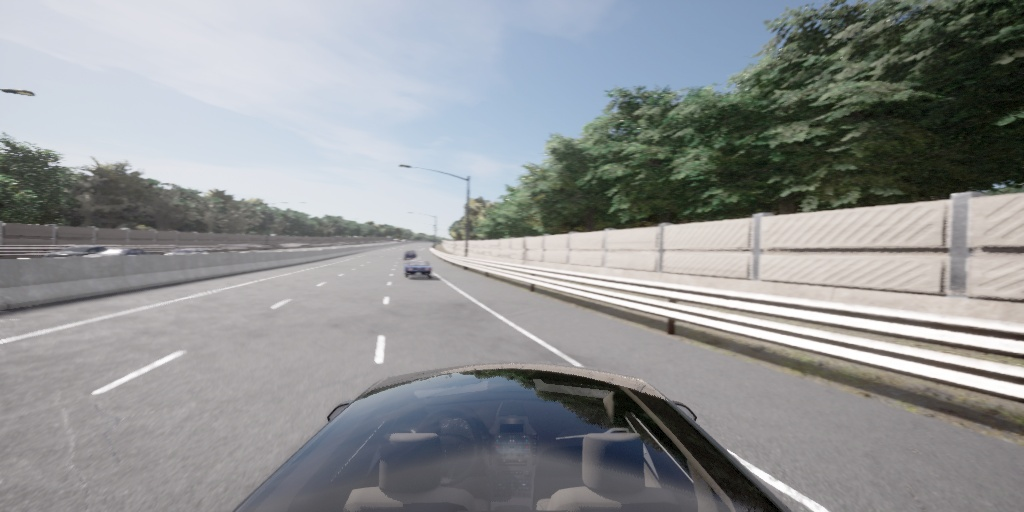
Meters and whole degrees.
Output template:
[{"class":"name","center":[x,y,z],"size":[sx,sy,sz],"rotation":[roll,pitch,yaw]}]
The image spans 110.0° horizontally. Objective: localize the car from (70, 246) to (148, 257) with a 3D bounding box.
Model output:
[{"class":"car","center":[-29.231,0.132,26.899],"size":[2.033,1.411,5.357],"rotation":[2,1,-17]}]

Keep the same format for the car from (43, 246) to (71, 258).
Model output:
[{"class":"car","center":[-33.135,-0.050,27.716],"size":[1.837,1.490,4.892],"rotation":[2,1,-17]}]

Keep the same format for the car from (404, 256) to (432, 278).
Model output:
[{"class":"car","center":[-7.227,0.911,27.399],"size":[1.895,1.301,4.718],"rotation":[2,1,-17]}]

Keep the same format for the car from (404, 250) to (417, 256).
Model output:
[{"class":"car","center":[-17.149,-0.281,60.661],"size":[2.097,1.767,4.553],"rotation":[2,2,-16]}]

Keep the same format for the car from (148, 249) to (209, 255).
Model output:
[{"class":"car","center":[-26.210,0.154,28.955],"size":[2.128,1.511,4.902],"rotation":[2,1,-17]}]
